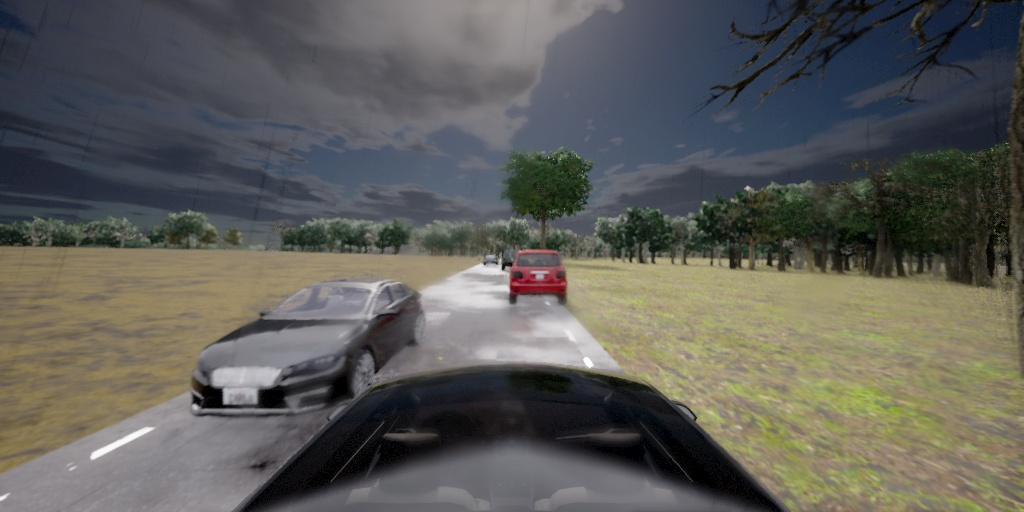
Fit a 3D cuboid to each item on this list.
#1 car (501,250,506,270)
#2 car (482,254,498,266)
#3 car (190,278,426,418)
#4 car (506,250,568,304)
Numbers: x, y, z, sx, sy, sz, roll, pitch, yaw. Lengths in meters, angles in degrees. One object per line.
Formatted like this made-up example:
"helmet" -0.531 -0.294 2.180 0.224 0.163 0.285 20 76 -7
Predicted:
"car" 0.044 0.363 37.750 2.150 2.045 5.566 0 1 1
"car" -2.827 0.514 47.723 1.812 1.442 4.674 0 1 0
"car" -2.848 1.172 6.212 2.128 1.511 4.902 0 1 0
"car" 0.960 0.762 14.963 2.150 2.045 5.566 0 1 0
